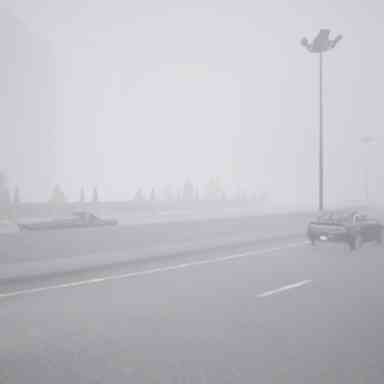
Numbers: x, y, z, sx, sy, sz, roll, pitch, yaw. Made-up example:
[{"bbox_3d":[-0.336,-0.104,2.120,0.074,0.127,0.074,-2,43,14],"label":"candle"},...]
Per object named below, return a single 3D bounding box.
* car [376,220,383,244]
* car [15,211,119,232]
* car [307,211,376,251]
[{"bbox_3d":[7.774,1.556,10.538,4.892,1.490,1.837,0,0,-43],"label":"car"},{"bbox_3d":[-6.303,1.673,17.011,4.718,1.301,1.895,0,0,-39],"label":"car"},{"bbox_3d":[6.811,1.560,14.441,4.902,1.511,2.128,0,0,-43],"label":"car"}]
